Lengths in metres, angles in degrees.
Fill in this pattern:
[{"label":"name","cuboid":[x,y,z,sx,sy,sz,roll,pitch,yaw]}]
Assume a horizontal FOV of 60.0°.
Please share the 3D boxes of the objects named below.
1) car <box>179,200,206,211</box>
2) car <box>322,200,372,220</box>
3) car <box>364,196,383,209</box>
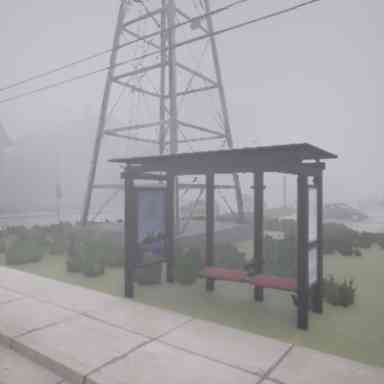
[{"label":"car","cuboid":[0.636,1.534,32.927,4.193,1.474,1.816,0,0,35]},{"label":"car","cuboid":[11.851,1.548,26.512,3.905,1.438,1.784,0,0,35]},{"label":"car","cuboid":[24.620,1.357,45.014,4.605,1.855,1.932,0,0,35]}]
